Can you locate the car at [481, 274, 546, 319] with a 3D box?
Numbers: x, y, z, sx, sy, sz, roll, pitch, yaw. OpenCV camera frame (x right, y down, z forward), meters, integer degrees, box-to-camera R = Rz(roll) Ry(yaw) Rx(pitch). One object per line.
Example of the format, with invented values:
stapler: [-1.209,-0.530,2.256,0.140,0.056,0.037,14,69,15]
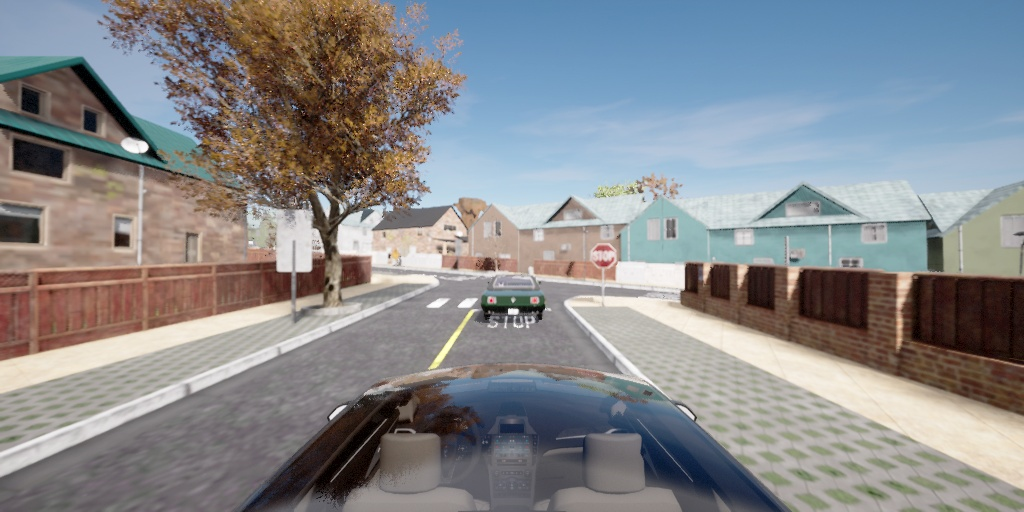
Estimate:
car: [0.077,1.257,12.337,1.895,1.301,4.718,0,1,1]

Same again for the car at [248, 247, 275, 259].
car: [-31.241,-0.309,43.581,5.008,1.535,1.882,3,0,32]

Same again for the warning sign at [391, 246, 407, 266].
warning sign: [-12.278,0.115,37.985,1.060,1.860,1.300,0,0,32]
